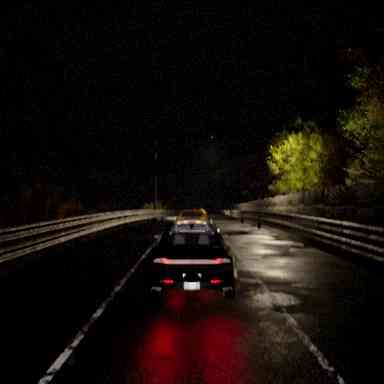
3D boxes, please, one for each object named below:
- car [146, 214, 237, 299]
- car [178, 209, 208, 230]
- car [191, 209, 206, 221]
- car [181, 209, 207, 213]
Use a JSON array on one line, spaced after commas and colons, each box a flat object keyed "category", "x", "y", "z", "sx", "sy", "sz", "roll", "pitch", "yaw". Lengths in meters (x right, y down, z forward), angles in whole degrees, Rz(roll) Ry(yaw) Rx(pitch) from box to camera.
[{"category": "car", "x": -0.006, "y": 1.542, "z": 8.527, "sx": 2.128, "sy": 1.511, "sz": 4.902, "roll": 0, "pitch": -1, "yaw": 0}, {"category": "car", "x": 0.124, "y": 2.094, "z": 26.493, "sx": 2.128, "sy": 1.511, "sz": 4.902, "roll": 0, "pitch": -3, "yaw": 1}, {"category": "car", "x": 0.967, "y": 3.106, "z": 45.627, "sx": 1.882, "sy": 1.535, "sz": 5.008, "roll": 0, "pitch": -3, "yaw": 3}, {"category": "car", "x": 0.026, "y": 1.821, "z": 20.262, "sx": 1.882, "sy": 1.535, "sz": 5.008, "roll": 0, "pitch": -2, "yaw": 1}]
